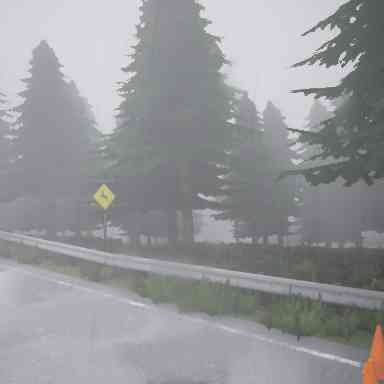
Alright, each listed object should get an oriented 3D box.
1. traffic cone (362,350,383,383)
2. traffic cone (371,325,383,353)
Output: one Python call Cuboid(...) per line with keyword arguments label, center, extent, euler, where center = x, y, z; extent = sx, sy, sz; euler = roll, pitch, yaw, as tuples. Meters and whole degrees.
Cuboid(label="traffic cone", center=(1.773, 1.956, 3.298), extent=(0.340, 0.580, 0.340), euler=(0, 0, 34))
Cuboid(label="traffic cone", center=(2.322, 1.956, 4.131), extent=(0.340, 0.580, 0.340), euler=(0, 0, 34))
